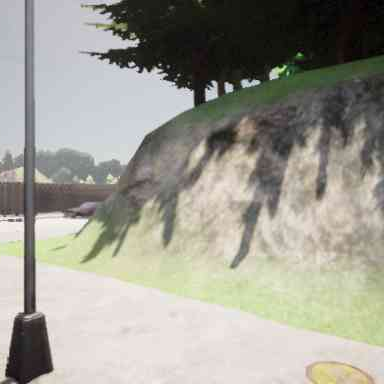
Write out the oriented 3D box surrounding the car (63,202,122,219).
[{"bbox_3d":[-8.936,1.588,30.356,2.033,1.411,5.357,0,0,36],"label":"car"}]
